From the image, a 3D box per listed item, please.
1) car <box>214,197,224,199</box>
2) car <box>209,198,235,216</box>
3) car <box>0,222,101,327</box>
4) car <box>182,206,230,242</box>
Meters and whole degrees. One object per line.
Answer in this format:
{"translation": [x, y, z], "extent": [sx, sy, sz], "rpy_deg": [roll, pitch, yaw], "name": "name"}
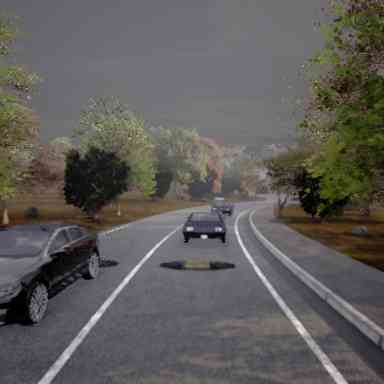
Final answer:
{"translation": [4.069, 1.464, 49.467], "extent": [1.812, 1.442, 4.674], "rpy_deg": [2, 0, 19], "name": "car"}
{"translation": [3.117, 1.596, 32.555], "extent": [1.895, 1.301, 4.718], "rpy_deg": [1, 0, 12], "name": "car"}
{"translation": [-3.450, 1.465, 7.158], "extent": [2.128, 1.511, 4.902], "rpy_deg": [0, 0, 2], "name": "car"}
{"translation": [0.700, 1.588, 16.182], "extent": [1.895, 1.301, 4.718], "rpy_deg": [0, 0, 5], "name": "car"}
